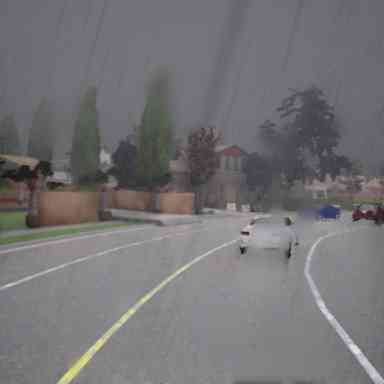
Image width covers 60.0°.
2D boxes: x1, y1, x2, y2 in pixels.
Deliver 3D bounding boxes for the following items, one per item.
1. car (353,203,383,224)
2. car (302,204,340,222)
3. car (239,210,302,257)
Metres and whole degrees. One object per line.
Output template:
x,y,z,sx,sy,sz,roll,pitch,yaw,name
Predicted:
16.037,1.749,29.191,4.553,1.767,2.097,1,-1,-40,car
11.713,1.826,30.501,5.008,1.535,1.882,1,-1,-41,car
3.182,1.601,13.321,1.812,1.442,4.674,0,-1,22,car
